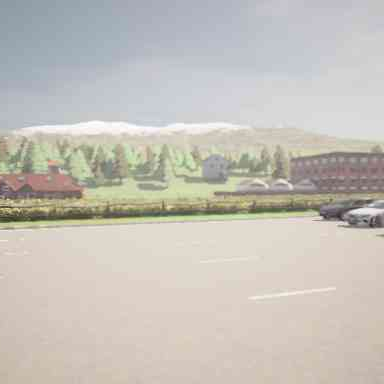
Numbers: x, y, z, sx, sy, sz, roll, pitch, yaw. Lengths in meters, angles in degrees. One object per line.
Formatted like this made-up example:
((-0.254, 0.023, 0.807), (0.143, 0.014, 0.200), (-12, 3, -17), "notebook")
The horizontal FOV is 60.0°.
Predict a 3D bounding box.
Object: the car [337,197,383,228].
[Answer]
((11.013, 1.200, 18.988), (4.674, 1.442, 1.812), (-1, 1, -17), "car")

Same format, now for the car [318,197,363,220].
((10.963, 1.141, 22.645), (4.892, 1.490, 1.837), (-1, 1, -17), "car")
